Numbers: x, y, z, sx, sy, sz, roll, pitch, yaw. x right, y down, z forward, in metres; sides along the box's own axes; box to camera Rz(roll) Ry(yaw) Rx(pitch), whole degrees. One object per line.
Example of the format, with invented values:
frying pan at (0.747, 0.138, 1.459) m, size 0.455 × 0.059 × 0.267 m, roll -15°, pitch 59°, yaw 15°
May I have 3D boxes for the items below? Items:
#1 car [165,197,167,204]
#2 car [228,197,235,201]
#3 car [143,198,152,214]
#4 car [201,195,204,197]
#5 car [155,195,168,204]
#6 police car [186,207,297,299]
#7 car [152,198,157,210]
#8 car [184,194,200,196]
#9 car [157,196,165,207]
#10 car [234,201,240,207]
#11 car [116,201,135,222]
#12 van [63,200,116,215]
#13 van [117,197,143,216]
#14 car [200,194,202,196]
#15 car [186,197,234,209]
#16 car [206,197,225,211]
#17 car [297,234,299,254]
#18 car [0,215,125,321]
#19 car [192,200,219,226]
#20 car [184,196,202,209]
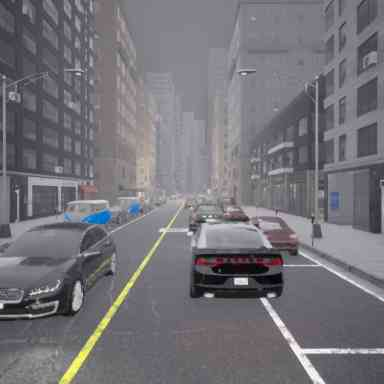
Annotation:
car at (-5.707, 1.592, 56.869) m, size 1.802 × 1.307 × 4.206 m, roll 0°, pitch 0°, yaw 0°
car at (2.836, 1.316, 29.368) m, size 2.192 × 1.841 × 5.009 m, roll 0°, pitch 0°, yaw 0°
car at (-5.692, 1.568, 34.864) m, size 1.947 × 1.339 × 4.313 m, roll 0°, pitch 0°, yaw 0°
car at (2.822, 1.558, 51.374) m, size 2.008 × 1.369 × 4.403 m, roll 0°, pitch 0°, yaw 0°
car at (-5.711, 1.453, 62.371) m, size 1.967 × 1.590 × 4.097 m, roll 0°, pitch 0°, yaw 0°
police car at (0.894, 1.425, 8.648) m, size 1.930 × 1.638 × 5.238 m, roll 0°, pitch 0°, yaw 0°
car at (-5.696, 1.585, 40.365) m, size 1.802 × 1.307 × 4.206 m, roll 0°, pitch 0°, yaw 0°
car at (-0.039, 1.516, 58.881) m, size 1.837 × 1.490 × 4.892 m, roll 0°, pitch 0°, yaw 0°
car at (-5.703, 1.573, 51.368) m, size 1.947 × 1.339 × 4.313 m, roll 0°, pitch 0°, yaw 0°
car at (2.841, 1.582, 23.866) m, size 1.802 × 1.307 × 4.206 m, roll 0°, pitch 0°, yaw 0°
car at (-5.685, 1.551, 23.861) m, size 2.008 × 1.369 × 4.403 m, roll 0°, pitch 0°, yaw 0°
van at (-5.682, 1.341, 18.361) m, size 1.690 × 1.788 × 3.998 m, roll 0°, pitch 0°, yaw 0°
van at (-5.689, 1.342, 29.362) m, size 1.690 × 1.788 × 3.998 m, roll 0°, pitch 0°, yaw 0°
car at (2.815, 1.579, 62.376) m, size 1.947 × 1.339 × 4.313 m, roll 0°, pitch 0°, yaw 0°
car at (0.888, 1.351, 18.509) m, size 2.097 × 1.767 × 4.553 m, roll 0°, pitch 0°, yaw 0°
car at (2.829, 1.444, 40.371) m, size 1.967 × 1.590 × 4.097 m, roll 0°, pitch 0°, yaw 0°
car at (2.848, 1.582, 12.864) m, size 1.802 × 1.307 × 4.206 m, roll 0°, pitch 0°, yaw 0°
car at (-3.005, 1.504, 7.570) m, size 1.837 × 1.490 × 4.892 m, roll 0°, pitch 0°, yaw 0°
car at (0.884, 1.456, 24.728) m, size 1.801 × 1.575 × 5.366 m, roll 0°, pitch 0°, yaw 0°
car at (-0.014, 1.569, 45.446) m, size 1.994 × 1.385 × 4.181 m, roll 0°, pitch 0°, yaw 0°
